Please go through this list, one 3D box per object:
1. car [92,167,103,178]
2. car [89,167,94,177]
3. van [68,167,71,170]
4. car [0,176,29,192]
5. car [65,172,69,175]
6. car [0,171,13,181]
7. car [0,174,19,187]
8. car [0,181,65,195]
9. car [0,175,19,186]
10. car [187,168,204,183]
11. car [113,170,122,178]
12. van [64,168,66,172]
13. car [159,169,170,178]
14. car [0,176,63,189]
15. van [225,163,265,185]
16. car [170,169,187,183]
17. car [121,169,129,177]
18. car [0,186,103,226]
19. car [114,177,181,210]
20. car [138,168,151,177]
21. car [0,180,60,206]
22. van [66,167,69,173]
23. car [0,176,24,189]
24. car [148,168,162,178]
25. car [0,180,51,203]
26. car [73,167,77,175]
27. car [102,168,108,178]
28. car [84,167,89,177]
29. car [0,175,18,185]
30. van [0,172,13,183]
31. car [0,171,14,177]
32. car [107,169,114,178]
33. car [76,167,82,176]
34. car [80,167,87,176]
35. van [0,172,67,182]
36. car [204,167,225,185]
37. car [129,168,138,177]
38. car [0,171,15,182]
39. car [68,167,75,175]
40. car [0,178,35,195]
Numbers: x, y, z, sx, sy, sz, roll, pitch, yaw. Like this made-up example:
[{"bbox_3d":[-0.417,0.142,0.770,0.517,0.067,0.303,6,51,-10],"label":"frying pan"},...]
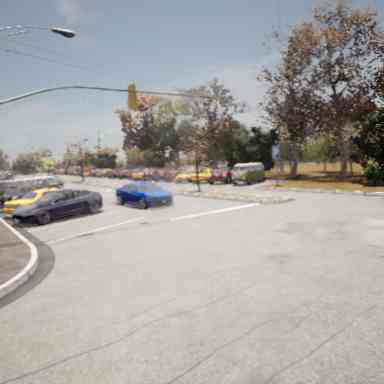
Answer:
[{"bbox_3d":[-15.903,-3.624,63.842,2.097,1.535,5.008,2,7,39],"label":"car"},{"bbox_3d":[-17.461,-3.921,66.340,2.185,1.767,4.553,2,7,39],"label":"car"},{"bbox_3d":[-28.117,-5.259,84.129,1.878,1.987,4.442,2,7,40],"label":"van"},{"bbox_3d":[-23.875,-0.972,42.427,2.097,1.535,5.008,1,8,37],"label":"car"},{"bbox_3d":[-16.884,-1.243,40.386,2.128,1.511,4.902,-7,7,-33],"label":"car"},{"bbox_3d":[-45.678,-3.698,78.432,2.435,2.045,5.566,2,8,40],"label":"car"},{"bbox_3d":[-30.284,-1.786,52.641,2.185,1.767,4.553,1,8,38],"label":"car"},{"bbox_3d":[-8.427,0.433,20.182,1.946,1.575,5.366,0,7,34],"label":"car"},{"bbox_3d":[-31.856,-1.834,55.221,2.231,1.521,4.892,1,8,39],"label":"car"},{"bbox_3d":[2.071,-1.844,36.816,1.946,1.575,5.366,1,6,35],"label":"car"},{"bbox_3d":[-9.611,-2.944,53.824,2.097,1.535,5.008,1,7,38],"label":"car"},{"bbox_3d":[-31.138,-5.618,89.249,1.878,1.987,4.442,2,7,40],"label":"van"},{"bbox_3d":[-1.413,-2.093,41.523,2.002,1.452,4.674,1,6,36],"label":"car"},{"bbox_3d":[-10.321,0.188,22.439,2.185,1.767,4.553,0,7,34],"label":"car"},{"bbox_3d":[5.326,-1.730,31.732,1.878,1.987,4.442,1,7,35],"label":"van"},{"bbox_3d":[0.167,-1.960,38.935,1.946,1.575,5.366,2,7,35],"label":"car"},{"bbox_3d":[-7.979,-2.906,51.356,2.185,1.767,4.553,2,7,37],"label":"car"},{"bbox_3d":[-6.923,0.663,17.526,2.163,1.488,4.792,1,8,34],"label":"car"},{"bbox_3d":[-3.035,0.115,20.595,1.882,1.535,5.008,-7,8,-36],"label":"car"},{"bbox_3d":[-4.760,-2.574,46.378,2.185,1.767,4.553,1,7,37],"label":"car"},{"bbox_3d":[-13.781,0.001,27.400,2.231,1.521,4.892,0,8,35],"label":"car"},{"bbox_3d":[-29.628,-5.439,86.690,1.878,1.987,4.442,2,7,40],"label":"van"},{"bbox_3d":[-27.106,-1.313,47.516,2.097,1.535,5.008,1,8,38],"label":"car"},{"bbox_3d":[-3.082,-2.251,43.964,2.002,1.452,4.674,1,7,36],"label":"car"},{"bbox_3d":[-15.487,-0.119,29.888,2.002,1.452,4.674,1,8,35],"label":"car"},{"bbox_3d":[-25.003,-4.662,79.151,2.163,1.488,4.792,2,7,40],"label":"car"},{"bbox_3d":[-12.759,-3.255,58.850,2.163,1.488,4.792,1,7,38],"label":"car"},{"bbox_3d":[-18.970,-3.974,68.910,2.231,1.521,4.892,2,7,39],"label":"car"},{"bbox_3d":[-33.433,-2.010,57.790,2.097,1.535,5.008,1,8,39],"label":"car"},{"bbox_3d":[-39.509,-2.968,68.207,1.878,1.987,4.442,1,8,40],"label":"van"},{"bbox_3d":[-22.228,-1.059,39.898,2.435,2.045,5.566,0,8,37],"label":"car"},{"bbox_3d":[-11.212,-3.079,56.292,2.163,1.488,4.792,2,7,38],"label":"car"},{"bbox_3d":[-21.997,-4.583,74.007,2.435,2.045,5.566,2,7,40],"label":"car"},{"bbox_3d":[-20.600,-4.136,71.311,1.946,1.575,5.366,2,7,39],"label":"car"},{"bbox_3d":[-11.994,-0.084,25.007,1.878,1.987,4.442,0,7,35],"label":"van"},{"bbox_3d":[3.649,-1.790,34.214,2.185,1.767,4.553,1,6,35],"label":"car"},{"bbox_3d":[-6.264,-2.636,49.024,1.946,1.575,5.366,1,7,37],"label":"car"},{"bbox_3d":[-42.638,-3.336,73.263,2.435,2.045,5.566,2,8,40],"label":"car"},{"bbox_3d":[-26.646,-4.851,81.538,1.946,1.575,5.366,2,7,40],"label":"car"},{"bbox_3d":[-20.556,-0.602,37.384,2.002,1.452,4.674,1,8,36],"label":"car"}]
